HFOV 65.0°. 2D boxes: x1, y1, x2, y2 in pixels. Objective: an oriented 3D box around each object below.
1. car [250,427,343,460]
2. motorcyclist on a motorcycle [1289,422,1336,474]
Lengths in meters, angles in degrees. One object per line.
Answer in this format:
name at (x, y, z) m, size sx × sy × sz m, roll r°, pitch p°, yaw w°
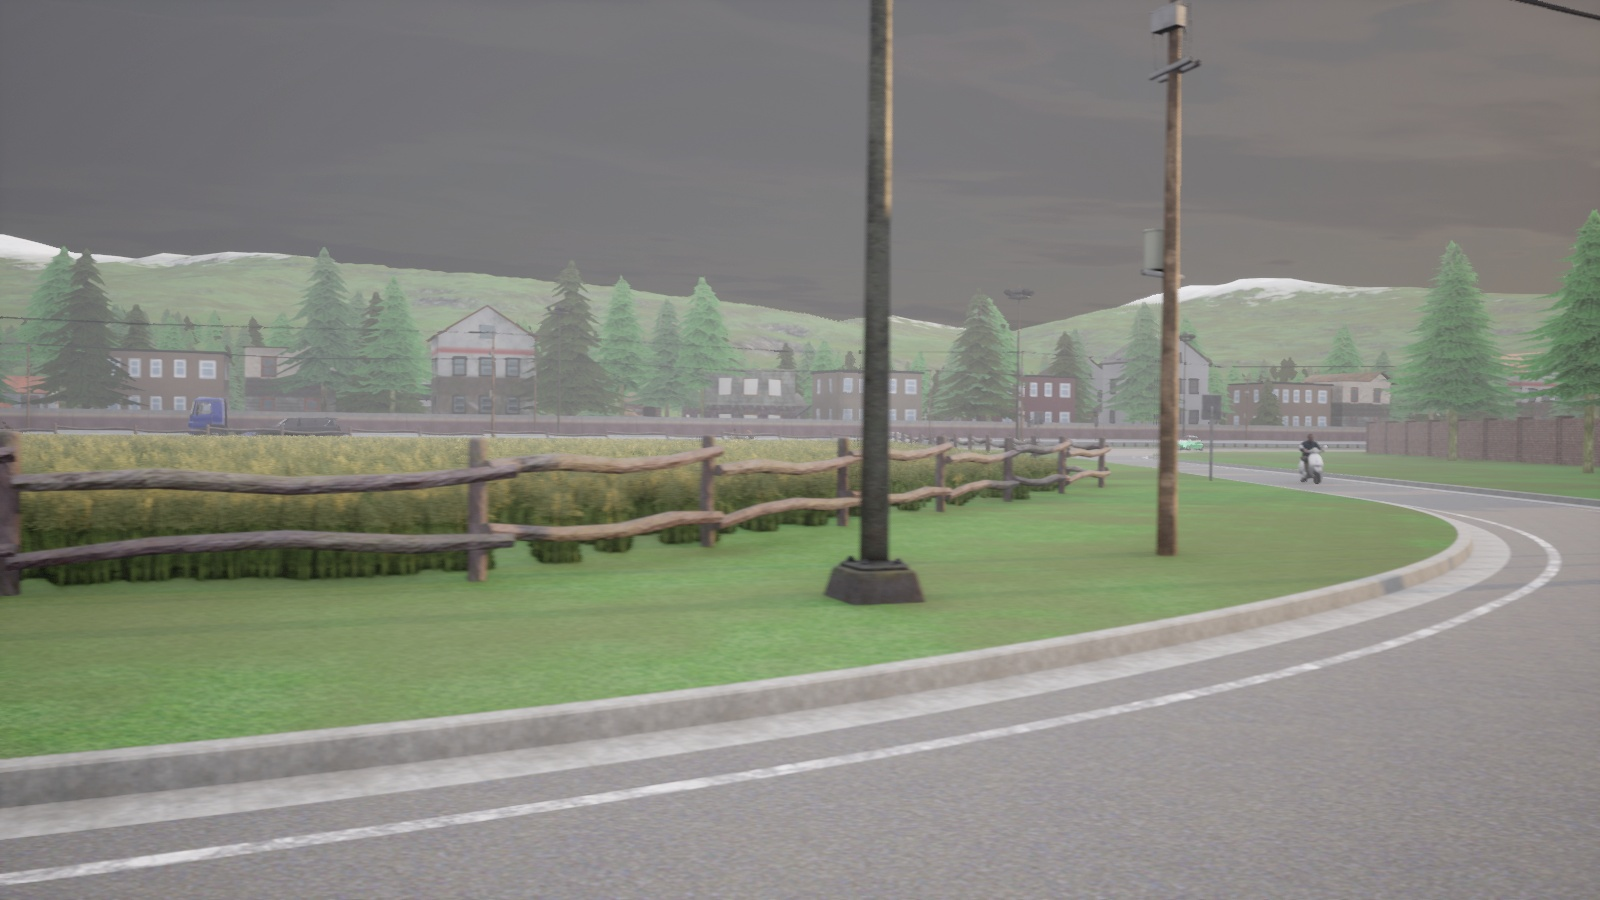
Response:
car at (-33.096, -0.469, 82.613) m, size 5.566 × 2.045 × 2.150 m, roll -1°, pitch 1°, yaw -23°
motorcyclist on a motorcycle at (16.195, -0.070, 39.702) m, size 0.866 × 1.590 × 1.817 m, roll -1°, pitch 1°, yaw 4°
